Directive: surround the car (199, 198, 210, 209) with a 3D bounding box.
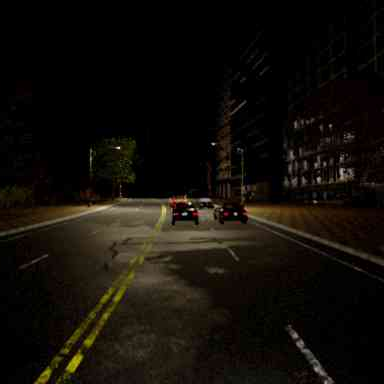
[{"bbox_3d":[1.547,1.441,41.281,2.033,1.411,5.357,0,0,-5],"label":"car"}]

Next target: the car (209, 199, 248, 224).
[{"bbox_3d":[2.703,1.475,24.062,2.033,1.411,5.357,0,0,-3],"label":"car"}]

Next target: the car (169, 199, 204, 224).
[{"bbox_3d":[-0.546,1.469,23.997,2.033,1.411,5.357,0,0,-3],"label":"car"}]

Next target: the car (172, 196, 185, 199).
[{"bbox_3d":[-1.735,1.235,41.350,2.097,1.767,4.553,0,0,-5],"label":"car"}]
